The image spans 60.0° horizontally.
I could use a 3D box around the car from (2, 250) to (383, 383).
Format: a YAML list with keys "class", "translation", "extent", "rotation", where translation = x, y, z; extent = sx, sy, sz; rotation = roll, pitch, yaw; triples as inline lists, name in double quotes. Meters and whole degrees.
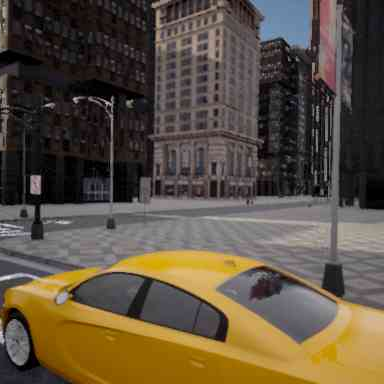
- class: "car"
  translation: [-0.297, 1.447, 3.897]
  extent: [5.008, 1.535, 1.882]
  rotation: [1, 1, 35]
